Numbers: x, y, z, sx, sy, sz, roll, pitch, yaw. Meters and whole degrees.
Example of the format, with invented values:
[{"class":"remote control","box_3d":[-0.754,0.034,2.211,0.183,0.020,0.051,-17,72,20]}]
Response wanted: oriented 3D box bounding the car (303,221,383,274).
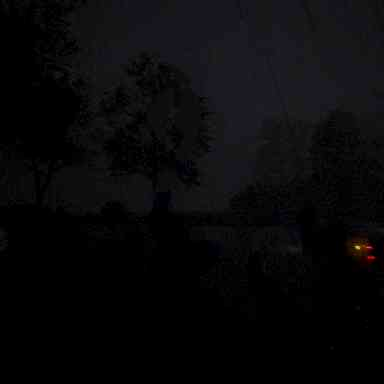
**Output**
[{"class":"car","box_3d":[5.229,1.666,10.991,1.812,1.442,4.674,0,-1,0]}]
